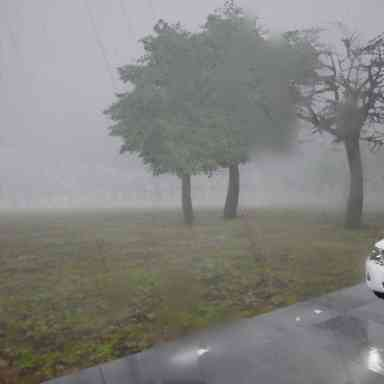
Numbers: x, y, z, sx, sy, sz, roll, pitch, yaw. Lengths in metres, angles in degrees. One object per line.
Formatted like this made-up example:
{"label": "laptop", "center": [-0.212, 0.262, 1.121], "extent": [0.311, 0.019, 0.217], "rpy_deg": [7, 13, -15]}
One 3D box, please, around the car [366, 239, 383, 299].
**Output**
{"label": "car", "center": [6.143, 1.276, 7.409], "extent": [5.566, 2.045, 2.150], "rpy_deg": [0, -1, -36]}
